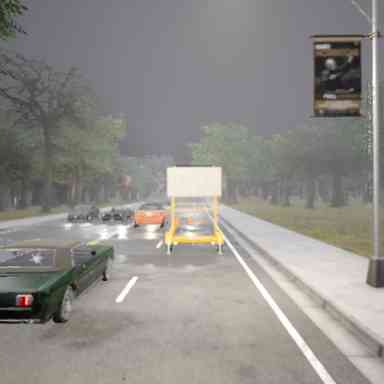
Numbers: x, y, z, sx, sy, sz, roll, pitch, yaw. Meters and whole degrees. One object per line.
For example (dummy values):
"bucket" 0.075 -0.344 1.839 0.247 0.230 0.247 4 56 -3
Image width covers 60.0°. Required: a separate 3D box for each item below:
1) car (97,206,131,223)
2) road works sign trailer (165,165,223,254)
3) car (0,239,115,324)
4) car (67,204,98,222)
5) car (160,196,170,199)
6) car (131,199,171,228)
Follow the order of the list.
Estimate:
"car" -6.353 1.933 28.686 1.895 1.301 4.718 0 -1 1
"road works sign trailer" 0.101 0.634 14.292 2.380 3.560 2.880 0 -1 1
"car" -3.097 1.694 7.278 1.895 1.301 4.718 0 -1 0
"car" -9.589 1.854 29.864 1.837 1.490 4.892 0 -1 1
"car" -5.647 1.919 68.865 2.150 2.045 5.566 0 0 1
"car" -2.941 1.641 24.984 2.097 1.767 4.553 0 -1 1
